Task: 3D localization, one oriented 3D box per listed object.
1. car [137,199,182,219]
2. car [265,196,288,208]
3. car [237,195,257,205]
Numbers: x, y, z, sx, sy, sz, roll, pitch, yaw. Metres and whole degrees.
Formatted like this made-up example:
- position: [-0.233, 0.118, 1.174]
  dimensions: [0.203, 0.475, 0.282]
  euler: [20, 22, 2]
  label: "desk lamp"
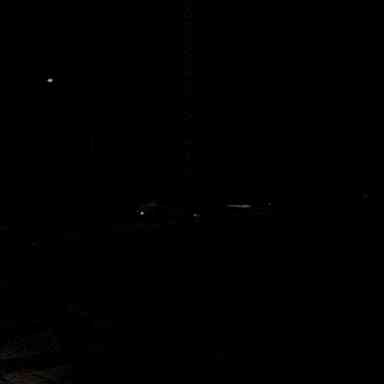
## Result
- position: [-2.216, 1.266, 25.539]
  dimensions: [1.812, 1.442, 4.674]
  euler: [0, 0, 35]
  label: "car"
- position: [11.358, 1.280, 44.685]
  dimensions: [1.837, 1.490, 4.892]
  euler: [0, 0, 35]
  label: "car"
- position: [8.715, 1.276, 52.198]
  dimensions: [1.812, 1.442, 4.674]
  euler: [0, 0, 35]
  label: "car"
